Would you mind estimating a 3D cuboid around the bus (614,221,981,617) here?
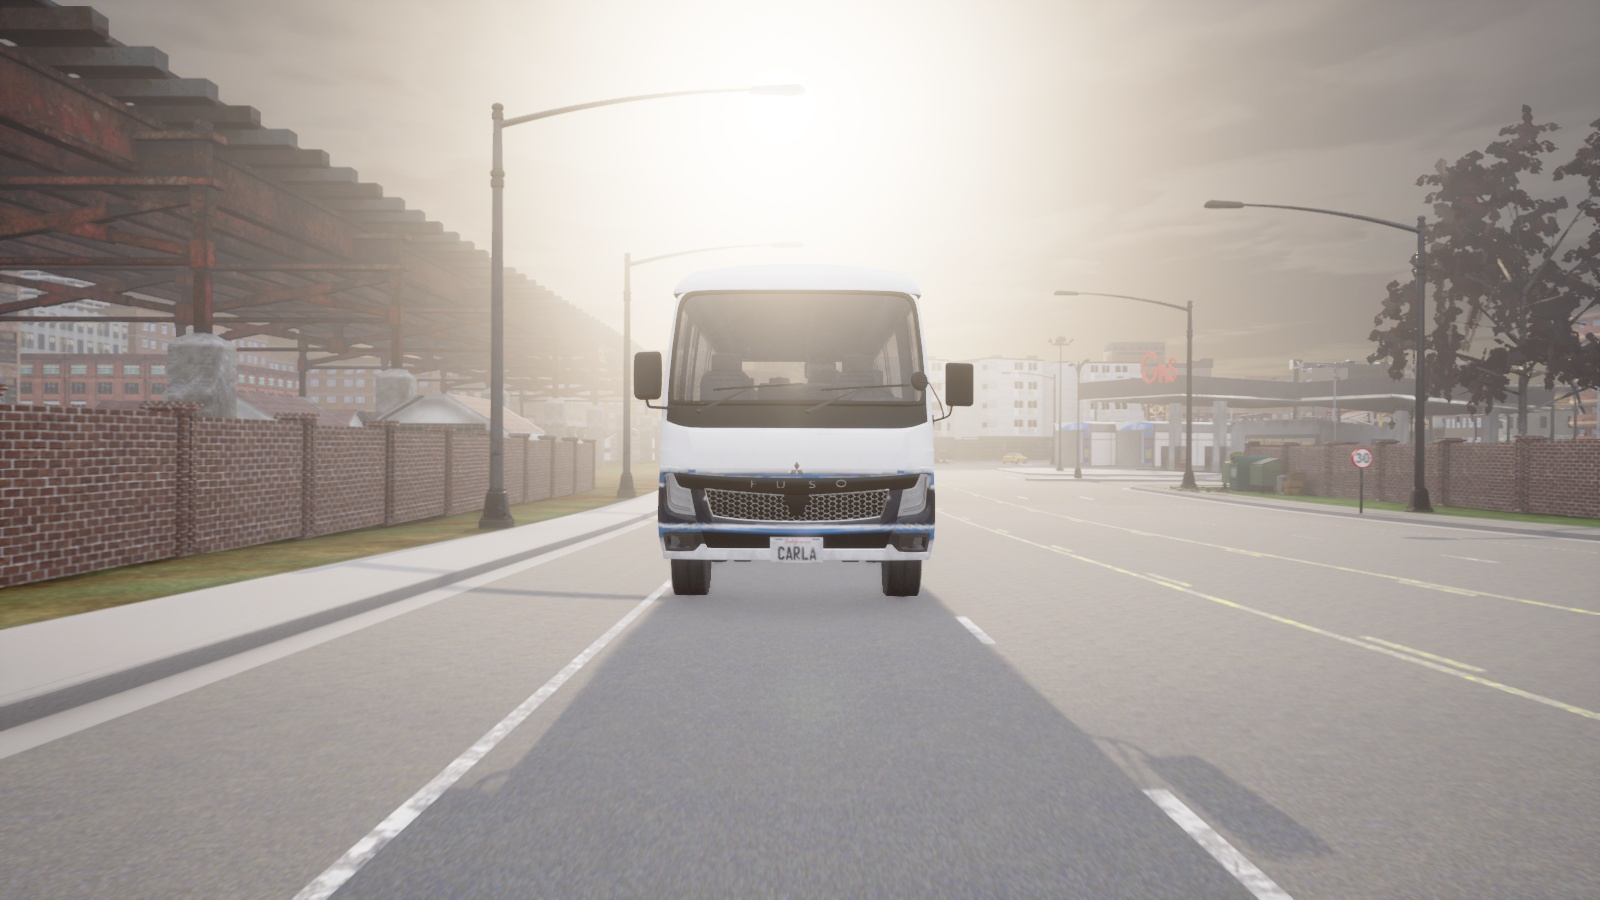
[{"bbox_3d":[-0.046,-0.253,18.680,3.944,4.253,10.273,0,-1,0],"label":"bus"}]
